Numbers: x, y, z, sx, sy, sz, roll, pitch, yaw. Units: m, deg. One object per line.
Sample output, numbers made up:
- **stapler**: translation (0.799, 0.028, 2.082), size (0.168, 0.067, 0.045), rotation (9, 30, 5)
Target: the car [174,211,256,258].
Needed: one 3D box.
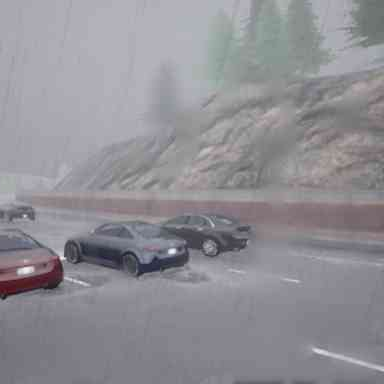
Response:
- **car**: translation (0.089, 1.520, 12.928), size (4.892, 1.490, 1.837), rotation (0, 0, 38)

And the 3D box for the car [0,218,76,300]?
- **car**: translation (-4.916, 1.554, 7.992), size (4.181, 1.385, 1.994), rotation (0, 0, 39)

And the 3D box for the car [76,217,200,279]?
- **car**: translation (-2.103, 1.568, 10.210), size (4.181, 1.385, 1.994), rotation (0, 0, 39)

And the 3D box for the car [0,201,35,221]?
- **car**: translation (-13.812, 1.479, 26.021), size (1.837, 1.490, 4.892), rotation (0, 0, -43)
